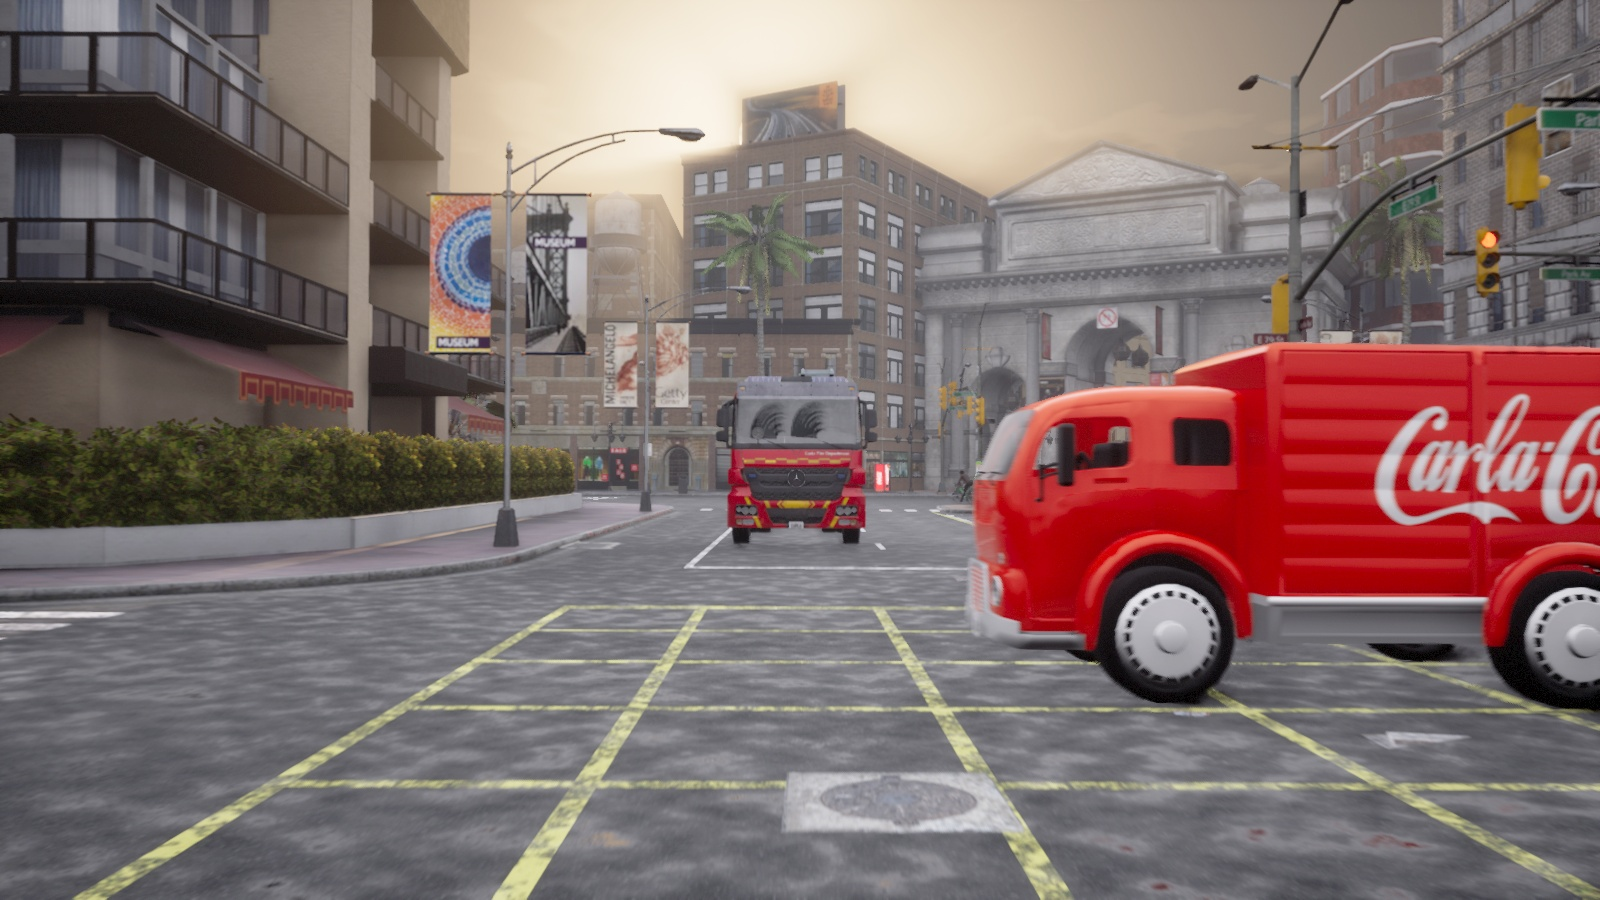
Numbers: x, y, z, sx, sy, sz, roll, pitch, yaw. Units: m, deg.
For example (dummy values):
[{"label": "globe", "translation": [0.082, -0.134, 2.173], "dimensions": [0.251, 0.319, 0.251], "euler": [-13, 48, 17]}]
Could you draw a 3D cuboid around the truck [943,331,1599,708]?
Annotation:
[{"label": "truck", "translation": [3.858, 0.474, 9.605], "dimensions": [5.204, 2.467, 2.627], "euler": [0, -1, 0]}]

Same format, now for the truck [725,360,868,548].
[{"label": "truck", "translation": [-0.077, 0.149, 29.811], "dimensions": [2.891, 3.827, 8.468], "euler": [0, -1, 0]}]
